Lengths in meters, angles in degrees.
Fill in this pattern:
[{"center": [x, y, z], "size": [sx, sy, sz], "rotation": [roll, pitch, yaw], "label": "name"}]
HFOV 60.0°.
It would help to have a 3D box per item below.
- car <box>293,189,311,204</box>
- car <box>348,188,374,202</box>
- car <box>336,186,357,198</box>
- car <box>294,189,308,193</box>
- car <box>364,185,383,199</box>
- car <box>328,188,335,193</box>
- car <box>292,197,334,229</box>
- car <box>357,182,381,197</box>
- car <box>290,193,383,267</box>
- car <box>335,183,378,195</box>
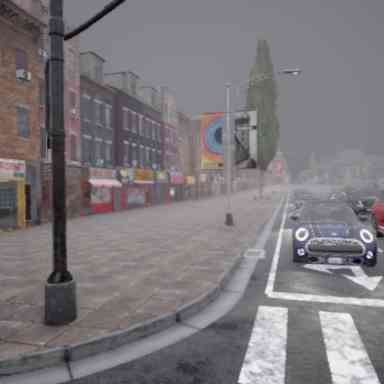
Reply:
[{"center": [12.314, 0.440, 37.457], "size": [1.837, 1.490, 4.892], "rotation": [0, 2, 17], "label": "car"}, {"center": [19.721, 0.285, 38.991], "size": [1.837, 1.490, 4.892], "rotation": [0, 1, 17], "label": "car"}, {"center": [22.489, -0.017, 48.626], "size": [2.128, 1.511, 4.902], "rotation": [0, 2, 17], "label": "car"}, {"center": [9.377, 0.784, 27.626], "size": [2.033, 1.411, 5.357], "rotation": [0, 2, 17], "label": "car"}, {"center": [7.999, 0.872, 11.773], "size": [2.150, 2.045, 5.566], "rotation": [0, 1, 16], "label": "car"}, {"center": [13.954, 0.415, 31.517], "size": [2.097, 1.767, 4.553], "rotation": [0, 2, 17], "label": "car"}, {"center": [6.708, 1.068, 18.763], "size": [1.994, 1.385, 4.181], "rotation": [0, 1, 17], "label": "car"}, {"center": [26.283, -0.370, 49.633], "size": [2.150, 2.045, 5.566], "rotation": [0, 2, 17], "label": "car"}, {"center": [4.243, 1.083, 10.521], "size": [2.097, 1.767, 4.553], "rotation": [0, 1, 17], "label": "car"}, {"center": [10.982, 0.587, 21.693], "size": [2.150, 2.045, 5.566], "rotation": [0, 2, 17], "label": "car"}]
